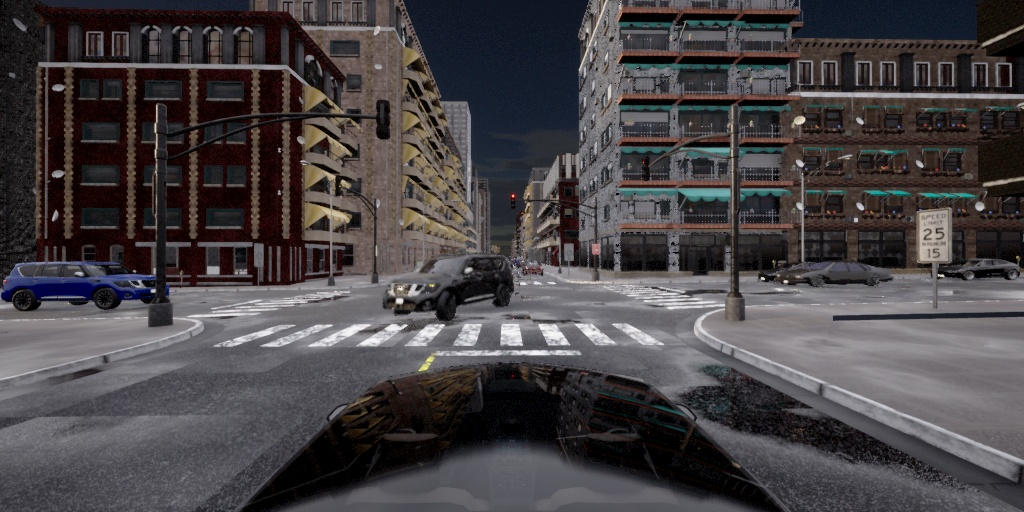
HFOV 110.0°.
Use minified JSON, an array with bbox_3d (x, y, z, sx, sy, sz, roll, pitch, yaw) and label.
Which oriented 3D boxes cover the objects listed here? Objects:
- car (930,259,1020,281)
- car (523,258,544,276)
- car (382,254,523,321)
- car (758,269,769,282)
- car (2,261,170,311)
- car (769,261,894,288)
[{"bbox_3d":[29.262,0.832,22.681,4.313,1.339,1.948,0,0,-1],"label":"car"},{"bbox_3d":[2.118,1.197,36.740,1.967,1.591,4.097,0,0,-1],"label":"car"},{"bbox_3d":[-1.979,0.971,12.959,2.150,2.045,5.566,-1,-1,29],"label":"car"},{"bbox_3d":[17.936,1.014,22.564,4.313,1.339,1.948,0,0,-1],"label":"car"},{"bbox_3d":[-18.657,1.244,15.855,5.566,2.045,2.150,-1,0,-1],"label":"car"},{"bbox_3d":[17.772,0.988,19.845,5.357,1.411,2.033,-1,0,-1],"label":"car"}]
